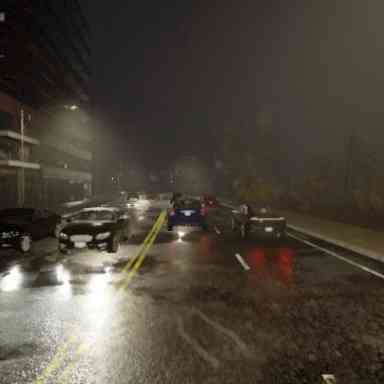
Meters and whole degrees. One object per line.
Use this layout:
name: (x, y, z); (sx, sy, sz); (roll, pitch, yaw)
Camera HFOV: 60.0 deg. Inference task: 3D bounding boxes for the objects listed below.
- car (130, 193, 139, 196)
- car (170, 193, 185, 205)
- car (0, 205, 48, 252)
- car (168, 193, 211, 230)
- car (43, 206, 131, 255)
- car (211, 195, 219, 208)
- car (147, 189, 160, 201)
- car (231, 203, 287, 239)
car: (-9.534, 0.497, 54.125); (2.128, 1.511, 4.902); (0, 1, -6)
car: (-2.119, 0.900, 46.379); (1.837, 1.490, 4.892); (0, 0, -5)
car: (-6.808, 1.329, 13.264); (1.882, 1.535, 5.008); (0, 1, -2)
car: (-0.306, 1.107, 19.212); (2.097, 1.767, 4.553); (0, 1, -2)
car: (-3.544, 1.339, 12.807); (2.128, 1.511, 4.902); (0, 1, -2)
car: (1.878, 1.067, 37.523); (1.994, 1.385, 4.181); (0, 1, -4)
car: (-6.308, 0.462, 54.516); (2.097, 1.767, 4.553); (0, 1, -6)
car: (3.056, 1.279, 15.925); (2.128, 1.511, 4.902); (0, 1, -2)
